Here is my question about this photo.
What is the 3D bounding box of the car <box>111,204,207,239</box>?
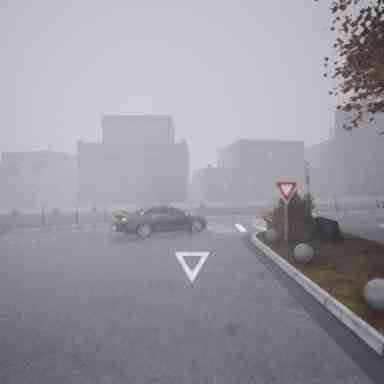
[{"bbox_3d":[-1.489,1.338,16.312,4.892,1.490,1.837,-1,1,-34],"label":"car"}]

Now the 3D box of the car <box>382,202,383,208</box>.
[{"bbox_3d":[15.379,0.722,22.094,4.718,1.301,1.895,-3,1,1],"label":"car"}]
